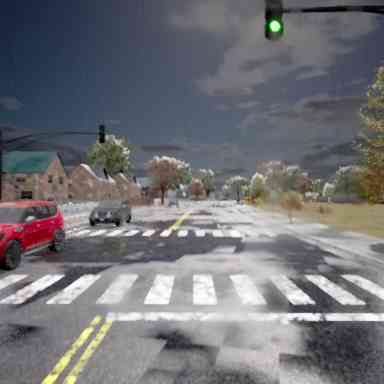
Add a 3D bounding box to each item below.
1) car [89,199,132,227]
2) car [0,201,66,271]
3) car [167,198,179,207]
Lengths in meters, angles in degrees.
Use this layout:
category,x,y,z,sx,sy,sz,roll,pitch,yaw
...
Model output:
category,x,y,z,sx,sy,sz,roll,pitch,yaw
car,-6.083,1.537,25.531,2.150,2.045,5.566,0,0,2
car,-6.394,1.366,11.776,2.150,2.045,5.566,0,-1,1
car,-3.846,2.111,67.762,2.097,1.767,4.553,0,-1,4
